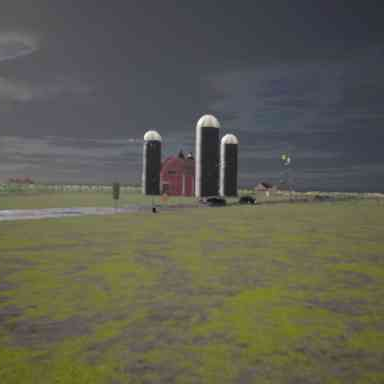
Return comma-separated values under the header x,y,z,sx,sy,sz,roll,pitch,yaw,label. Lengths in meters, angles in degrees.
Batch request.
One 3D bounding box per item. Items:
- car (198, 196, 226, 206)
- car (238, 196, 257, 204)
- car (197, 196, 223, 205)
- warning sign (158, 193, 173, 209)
x,y,z,sx,sy,sz,roll,pitch,yaw,label
3.720,1.393,53.263,2.128,1.511,4.902,2,0,37,car
10.458,1.480,62.550,1.837,1.490,4.892,2,1,36,car
3.248,1.399,58.644,2.033,1.411,5.357,2,1,37,car
-3.039,1.006,38.014,1.300,1.860,1.060,2,1,36,warning sign
